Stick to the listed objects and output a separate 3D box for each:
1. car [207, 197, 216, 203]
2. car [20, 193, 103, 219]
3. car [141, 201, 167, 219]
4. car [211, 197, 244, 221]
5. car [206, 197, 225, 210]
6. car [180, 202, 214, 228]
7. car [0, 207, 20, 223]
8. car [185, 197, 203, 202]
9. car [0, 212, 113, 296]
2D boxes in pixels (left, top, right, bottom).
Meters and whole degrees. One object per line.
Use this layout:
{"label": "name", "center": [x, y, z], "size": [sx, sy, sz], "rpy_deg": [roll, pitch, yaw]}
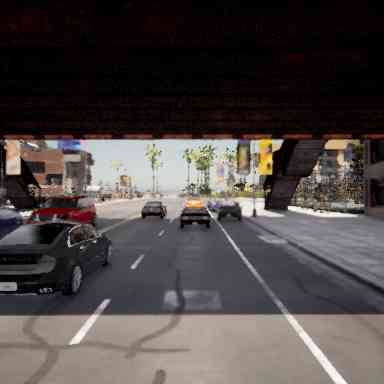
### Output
{"label": "car", "center": [3.180, 1.336, 37.937], "size": [2.185, 1.767, 4.553], "rpy_deg": [0, 0, 0]}
{"label": "car", "center": [-7.020, 1.212, 18.688], "size": [2.150, 2.045, 5.566], "rpy_deg": [0, 0, 1]}
{"label": "car", "center": [-3.266, 1.533, 29.271], "size": [2.033, 1.411, 5.357], "rpy_deg": [0, 0, 0]}
{"label": "car", "center": [3.141, 1.468, 27.162], "size": [2.231, 1.521, 4.892], "rpy_deg": [0, 0, 10]}
{"label": "car", "center": [3.043, 1.459, 44.362], "size": [2.097, 1.535, 5.008], "rpy_deg": [0, 0, 0]}
{"label": "car", "center": [0.211, 1.590, 22.196], "size": [1.895, 1.301, 4.718], "rpy_deg": [0, 0, 0]}
{"label": "car", "center": [-10.527, 1.518, 17.229], "size": [1.812, 1.442, 4.674], "rpy_deg": [0, 0, 0]}
{"label": "car", "center": [0.241, 1.333, 40.202], "size": [2.097, 1.767, 4.553], "rpy_deg": [0, 0, 0]}
{"label": "car", "center": [-3.392, 1.501, 8.585], "size": [1.837, 1.490, 4.892], "rpy_deg": [0, 0, 0]}
